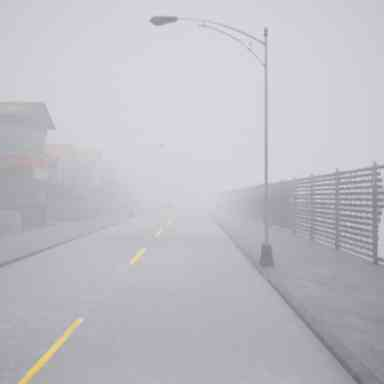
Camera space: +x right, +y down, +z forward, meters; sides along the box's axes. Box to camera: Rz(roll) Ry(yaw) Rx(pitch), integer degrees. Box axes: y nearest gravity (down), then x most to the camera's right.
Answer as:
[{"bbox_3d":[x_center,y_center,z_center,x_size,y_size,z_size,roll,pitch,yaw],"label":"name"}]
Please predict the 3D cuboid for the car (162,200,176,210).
[{"bbox_3d":[-4.035,2.174,58.569,2.097,1.767,4.553,0,-1,1],"label":"car"}]
